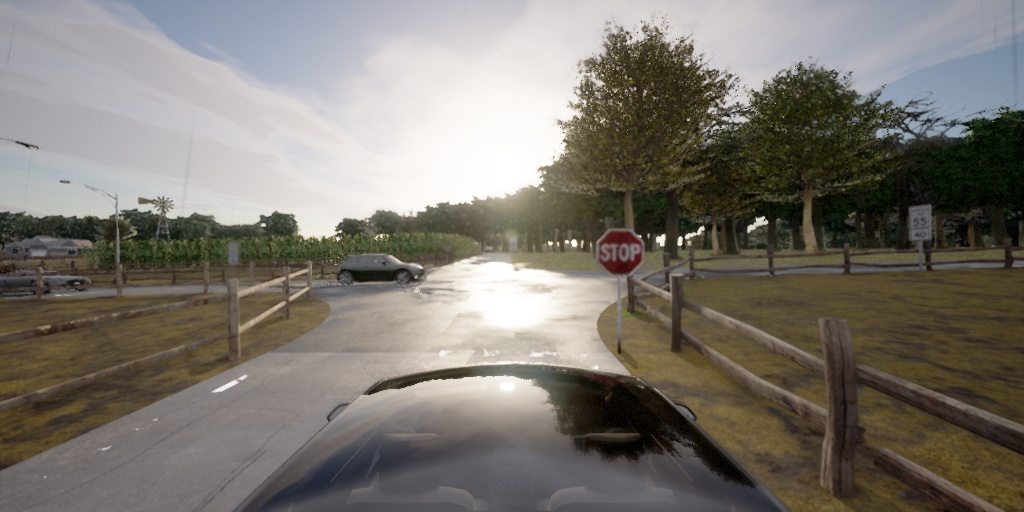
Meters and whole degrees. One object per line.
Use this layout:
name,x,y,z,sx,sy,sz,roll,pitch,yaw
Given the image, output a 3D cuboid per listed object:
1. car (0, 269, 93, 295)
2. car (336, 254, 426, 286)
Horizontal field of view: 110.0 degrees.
car,-26.317,1.429,20.021,4.181,1.385,1.994,-2,0,0
car,-7.219,0.664,20.033,4.553,1.767,2.097,-1,1,0
